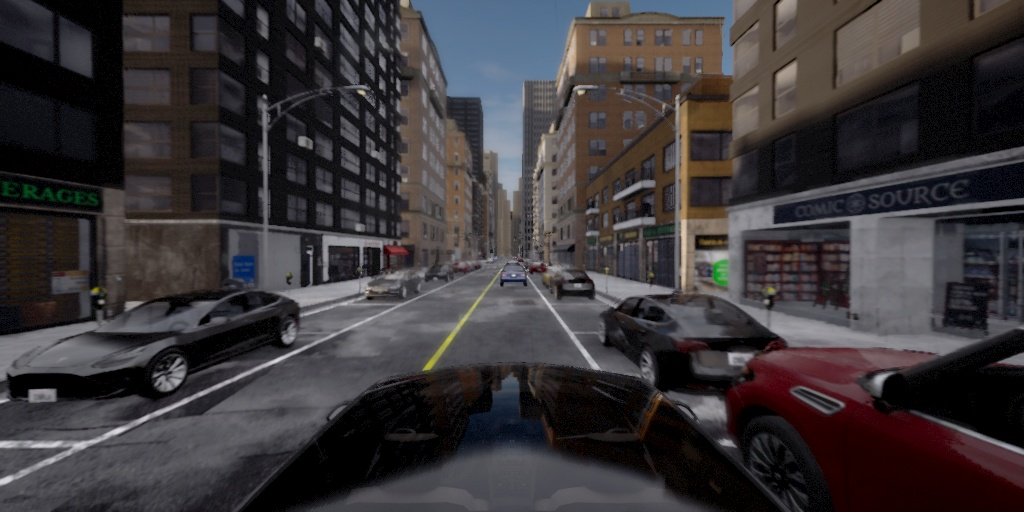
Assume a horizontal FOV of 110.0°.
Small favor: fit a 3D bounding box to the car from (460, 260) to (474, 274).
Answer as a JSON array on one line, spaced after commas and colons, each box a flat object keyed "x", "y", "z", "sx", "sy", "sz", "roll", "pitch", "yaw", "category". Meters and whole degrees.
[{"x": -5.663, "y": 1.283, "z": 39.697, "sx": 1.888, "sy": 1.381, "sz": 4.507, "roll": 0, "pitch": 0, "yaw": 0, "category": "car"}]

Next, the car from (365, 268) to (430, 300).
[{"x": -5.666, "y": 1.297, "z": 17.574, "sx": 2.007, "sy": 1.370, "sz": 4.403, "roll": 0, "pitch": 0, "yaw": 0, "category": "car"}]

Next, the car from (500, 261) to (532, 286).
[{"x": 0.104, "y": 1.291, "z": 25.355, "sx": 2.033, "sy": 1.411, "sz": 5.357, "roll": 0, "pitch": 0, "yaw": 0, "category": "car"}]

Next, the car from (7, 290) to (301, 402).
[{"x": -5.668, "y": 1.315, "z": 6.512, "sx": 1.948, "sy": 1.339, "sz": 4.313, "roll": 0, "pitch": 0, "yaw": 0, "category": "car"}]

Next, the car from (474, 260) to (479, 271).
[{"x": -5.662, "y": 1.286, "z": 45.227, "sx": 2.007, "sy": 1.370, "sz": 4.403, "roll": 0, "pitch": 0, "yaw": 0, "category": "car"}]

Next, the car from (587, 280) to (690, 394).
[{"x": 2.857, "y": 1.314, "z": 6.527, "sx": 1.948, "sy": 1.339, "sz": 4.313, "roll": 0, "pitch": 0, "yaw": 0, "category": "car"}]

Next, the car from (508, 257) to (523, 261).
[{"x": 0.107, "y": 1.213, "z": 45.475, "sx": 1.882, "sy": 1.535, "sz": 5.008, "roll": 0, "pitch": 0, "yaw": 0, "category": "car"}]

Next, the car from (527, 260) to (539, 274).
[{"x": 2.862, "y": 1.283, "z": 39.704, "sx": 1.888, "sy": 1.381, "sz": 4.507, "roll": 0, "pitch": 0, "yaw": 0, "category": "car"}]

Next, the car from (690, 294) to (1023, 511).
[{"x": 2.857, "y": 1.065, "z": 0.998, "sx": 2.192, "sy": 1.841, "sz": 5.009, "roll": 0, "pitch": 0, "yaw": 0, "category": "car"}]

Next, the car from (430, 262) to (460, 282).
[{"x": -5.665, "y": 1.309, "z": 28.635, "sx": 1.948, "sy": 1.339, "sz": 4.313, "roll": 0, "pitch": 0, "yaw": 0, "category": "car"}]

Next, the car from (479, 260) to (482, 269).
[{"x": -5.661, "y": 1.278, "z": 50.758, "sx": 1.888, "sy": 1.381, "sz": 4.507, "roll": 0, "pitch": 0, "yaw": 0, "category": "car"}]

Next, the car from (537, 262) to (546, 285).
[{"x": 2.860, "y": 1.270, "z": 23.285, "sx": 1.751, "sy": 1.417, "sz": 4.829, "roll": 0, "pitch": 0, "yaw": 0, "category": "car"}]

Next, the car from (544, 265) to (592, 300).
[{"x": 2.859, "y": 1.312, "z": 17.586, "sx": 1.948, "sy": 1.339, "sz": 4.313, "roll": 0, "pitch": 0, "yaw": 0, "category": "car"}]
